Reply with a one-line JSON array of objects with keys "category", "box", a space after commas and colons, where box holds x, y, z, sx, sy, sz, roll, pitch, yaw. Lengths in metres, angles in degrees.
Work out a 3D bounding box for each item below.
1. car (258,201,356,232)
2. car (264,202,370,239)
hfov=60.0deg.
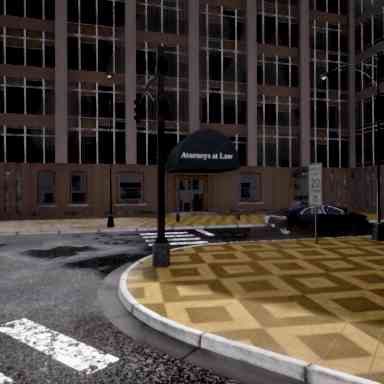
[{"category": "car", "box": [6.480, 1.313, 18.925, 4.902, 1.511, 2.128, 0, 0, -14]}, {"category": "car", "box": [6.082, 1.309, 15.891, 4.902, 1.511, 2.128, 0, 0, -14]}]
